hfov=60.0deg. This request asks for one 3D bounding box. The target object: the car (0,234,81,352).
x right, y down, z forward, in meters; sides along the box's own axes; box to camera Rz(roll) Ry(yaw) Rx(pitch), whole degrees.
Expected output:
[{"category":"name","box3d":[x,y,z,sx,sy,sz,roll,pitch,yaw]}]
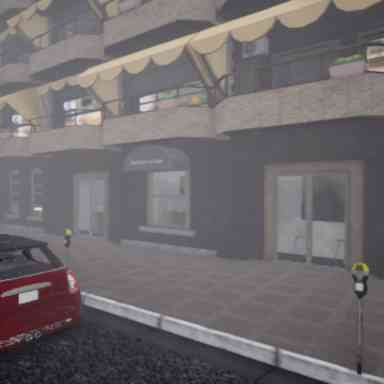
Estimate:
[{"category":"car","box3d":[-3.752,1.410,5.556,4.097,1.590,1.967,0,0,36]}]
